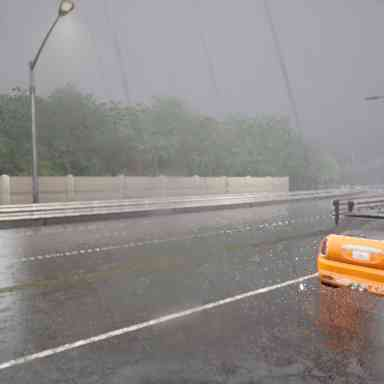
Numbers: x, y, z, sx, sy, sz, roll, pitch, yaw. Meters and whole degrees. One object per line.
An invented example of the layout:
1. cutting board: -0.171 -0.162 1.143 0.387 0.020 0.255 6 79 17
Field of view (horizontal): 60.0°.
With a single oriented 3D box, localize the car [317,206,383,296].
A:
1. car: 4.818 1.119 7.305 4.553 1.767 2.097 -2 1 -35
